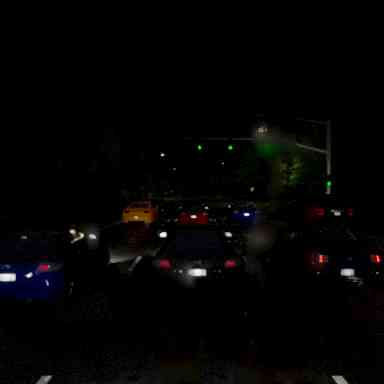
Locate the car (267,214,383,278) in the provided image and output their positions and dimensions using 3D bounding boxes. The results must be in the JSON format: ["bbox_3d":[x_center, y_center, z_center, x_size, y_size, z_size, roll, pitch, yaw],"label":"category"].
[{"bbox_3d":[3.599,1.552,9.902,1.895,1.301,4.718,0,0,0],"label":"car"}]

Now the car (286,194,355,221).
[{"bbox_3d":[7.101,1.132,18.922,2.150,2.045,5.566,0,1,0],"label":"car"}]

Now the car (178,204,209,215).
[{"bbox_3d":[0.098,1.457,22.116,1.994,1.385,4.181,0,0,0],"label":"car"}]

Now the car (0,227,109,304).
[{"bbox_3d":[-3.402,1.524,8.106,1.994,1.385,4.181,0,0,0],"label":"car"}]

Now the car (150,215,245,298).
[{"bbox_3d":[0.104,1.523,8.456,1.994,1.385,4.181,0,0,0],"label":"car"}]

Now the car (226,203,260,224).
[{"bbox_3d":[3.599,1.449,23.898,1.994,1.385,4.181,0,0,0],"label":"car"}]

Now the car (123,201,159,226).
[{"bbox_3d":[-3.400,1.368,22.716,1.882,1.535,5.008,0,1,0],"label":"car"}]
